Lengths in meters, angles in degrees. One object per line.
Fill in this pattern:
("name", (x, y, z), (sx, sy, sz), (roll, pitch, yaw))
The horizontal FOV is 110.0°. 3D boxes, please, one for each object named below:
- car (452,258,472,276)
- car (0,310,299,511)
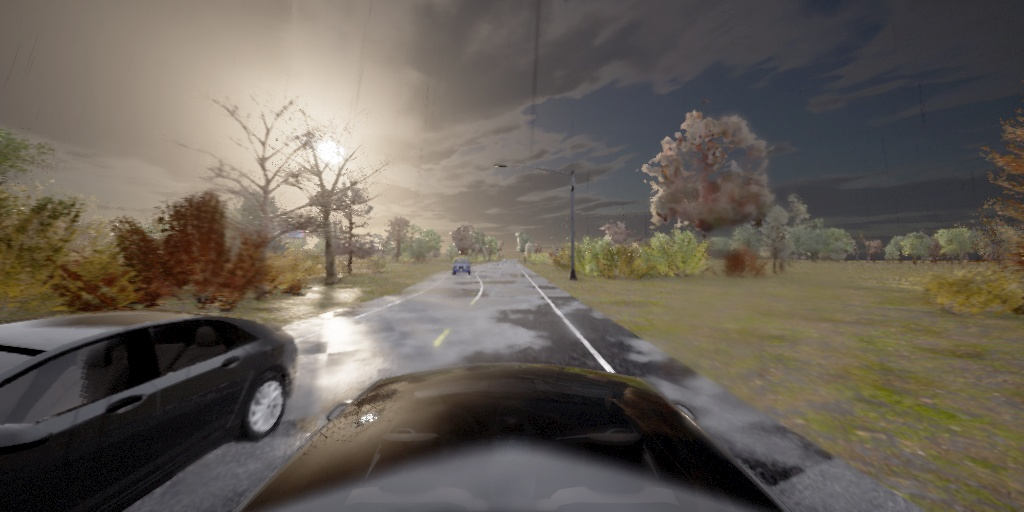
("car", (-6.132, 1.307, 43.984), (2.150, 2.045, 5.566), (0, 0, -6))
("car", (-3.606, 1.262, 2.587), (1.837, 1.490, 4.892), (0, -1, 0))
